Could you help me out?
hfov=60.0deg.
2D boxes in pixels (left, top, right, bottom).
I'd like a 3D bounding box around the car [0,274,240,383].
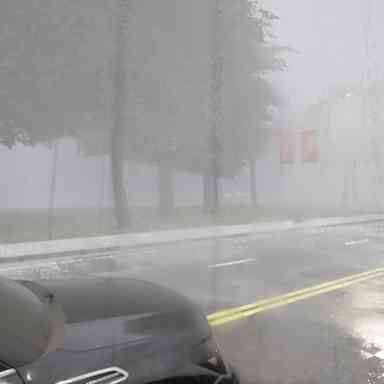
[{"bbox_3d":[-2.275,1.224,1.817,5.566,2.045,2.150,0,0,-35],"label":"car"}]
